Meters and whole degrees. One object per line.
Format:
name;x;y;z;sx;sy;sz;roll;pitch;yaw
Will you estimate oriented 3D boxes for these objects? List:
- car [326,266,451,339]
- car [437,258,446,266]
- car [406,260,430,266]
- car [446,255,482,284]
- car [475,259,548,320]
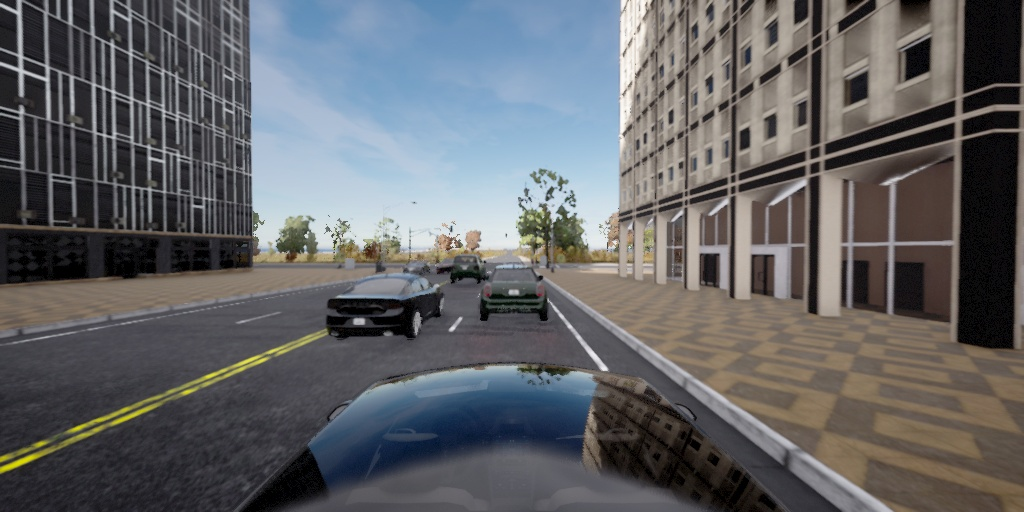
car;-3.196;1.212;10.025;1.882;1.535;5.008;0;0;0
car;-6.565;1.014;37.684;2.097;1.767;4.553;0;0;0
car;-9.817;1.156;37.415;2.128;1.511;4.902;0;0;0
car;-3.180;0.916;26.808;2.150;2.045;5.566;0;0;0
car;0.072;1.080;12.708;2.097;1.767;4.553;0;0;0
